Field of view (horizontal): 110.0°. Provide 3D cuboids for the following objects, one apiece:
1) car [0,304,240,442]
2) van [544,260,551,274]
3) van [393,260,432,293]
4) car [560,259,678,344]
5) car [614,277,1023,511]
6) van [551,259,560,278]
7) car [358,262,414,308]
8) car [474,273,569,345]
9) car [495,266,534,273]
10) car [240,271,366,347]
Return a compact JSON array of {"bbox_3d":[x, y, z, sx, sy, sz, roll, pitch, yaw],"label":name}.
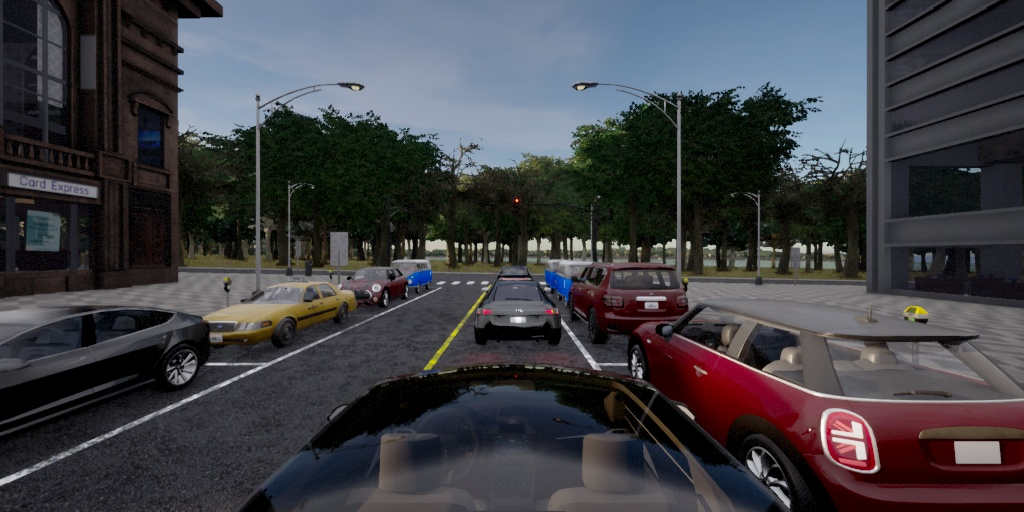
[{"bbox_3d":[-5.759,1.316,4.083,1.948,1.339,4.313,0,0,0],"label":"car"},{"bbox_3d":[2.797,1.092,20.380,1.690,1.789,3.998,0,0,0],"label":"van"},{"bbox_3d":[-5.729,1.092,20.396,1.690,1.789,3.998,0,0,0],"label":"van"},{"bbox_3d":[2.776,1.065,9.505,2.192,1.841,5.009,0,0,0],"label":"car"},{"bbox_3d":[2.766,1.190,4.067,1.967,1.591,4.097,0,0,0],"label":"car"},{"bbox_3d":[2.786,1.091,14.942,1.690,1.789,3.998,0,0,0],"label":"van"},{"bbox_3d":[-5.739,1.190,14.958,1.967,1.591,4.097,0,0,0],"label":"car"},{"bbox_3d":[0.118,1.314,9.553,1.994,1.385,4.181,0,0,0],"label":"car"},{"bbox_3d":[0.131,1.242,18.434,2.128,1.511,4.902,0,0,0],"label":"car"},{"bbox_3d":[-5.749,1.275,9.351,1.751,1.417,4.829,0,0,0],"label":"car"}]
